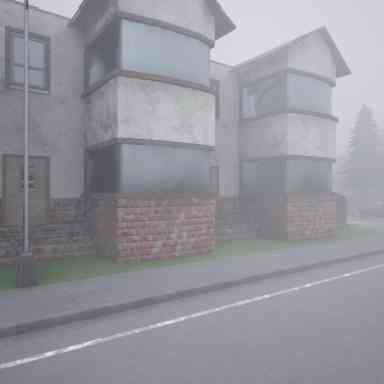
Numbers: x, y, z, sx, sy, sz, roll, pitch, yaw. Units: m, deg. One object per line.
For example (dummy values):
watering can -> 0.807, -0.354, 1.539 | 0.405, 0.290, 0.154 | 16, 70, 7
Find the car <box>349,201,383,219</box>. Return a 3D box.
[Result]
car -> 15.149, 1.491, 26.633 | 2.128, 1.511, 4.902 | 0, 0, -35
